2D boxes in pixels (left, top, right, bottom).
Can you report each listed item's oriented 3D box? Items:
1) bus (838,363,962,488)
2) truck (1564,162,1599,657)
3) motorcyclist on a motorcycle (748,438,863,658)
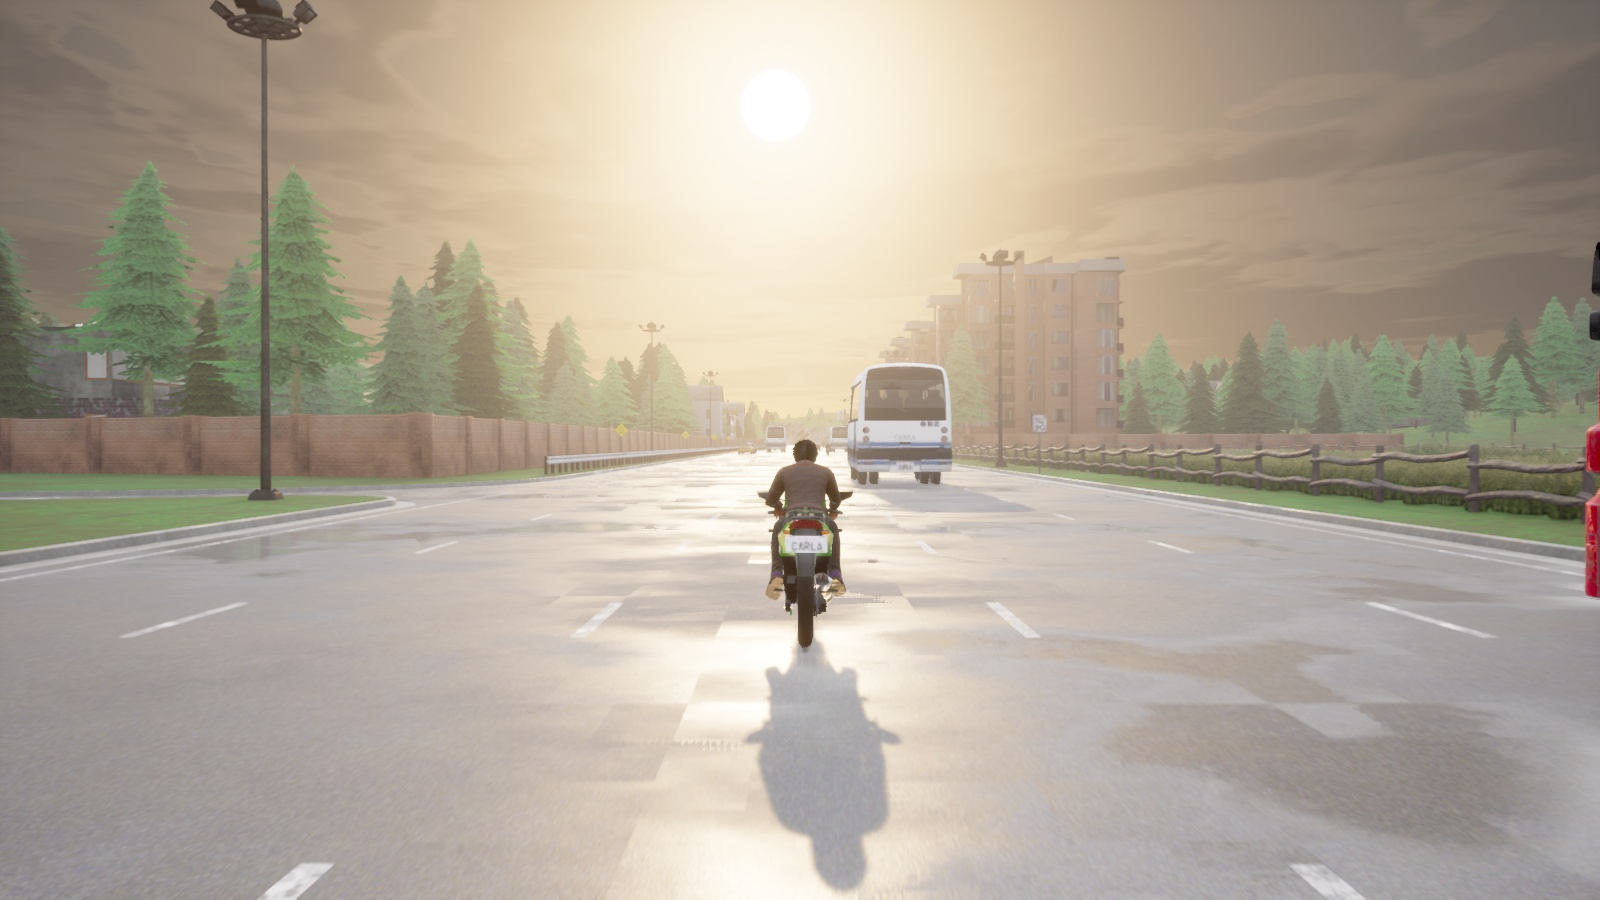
[{"bbox_3d":[3.573,-0.898,48.051,3.944,4.253,10.273,0,1,0],"label":"bus"},{"bbox_3d":[7.041,-0.259,5.215,2.891,3.462,7.936,0,0,0],"label":"truck"},{"bbox_3d":[0.040,0.674,9.733,0.797,1.523,2.044,0,0,0],"label":"motorcyclist on a motorcycle"}]
